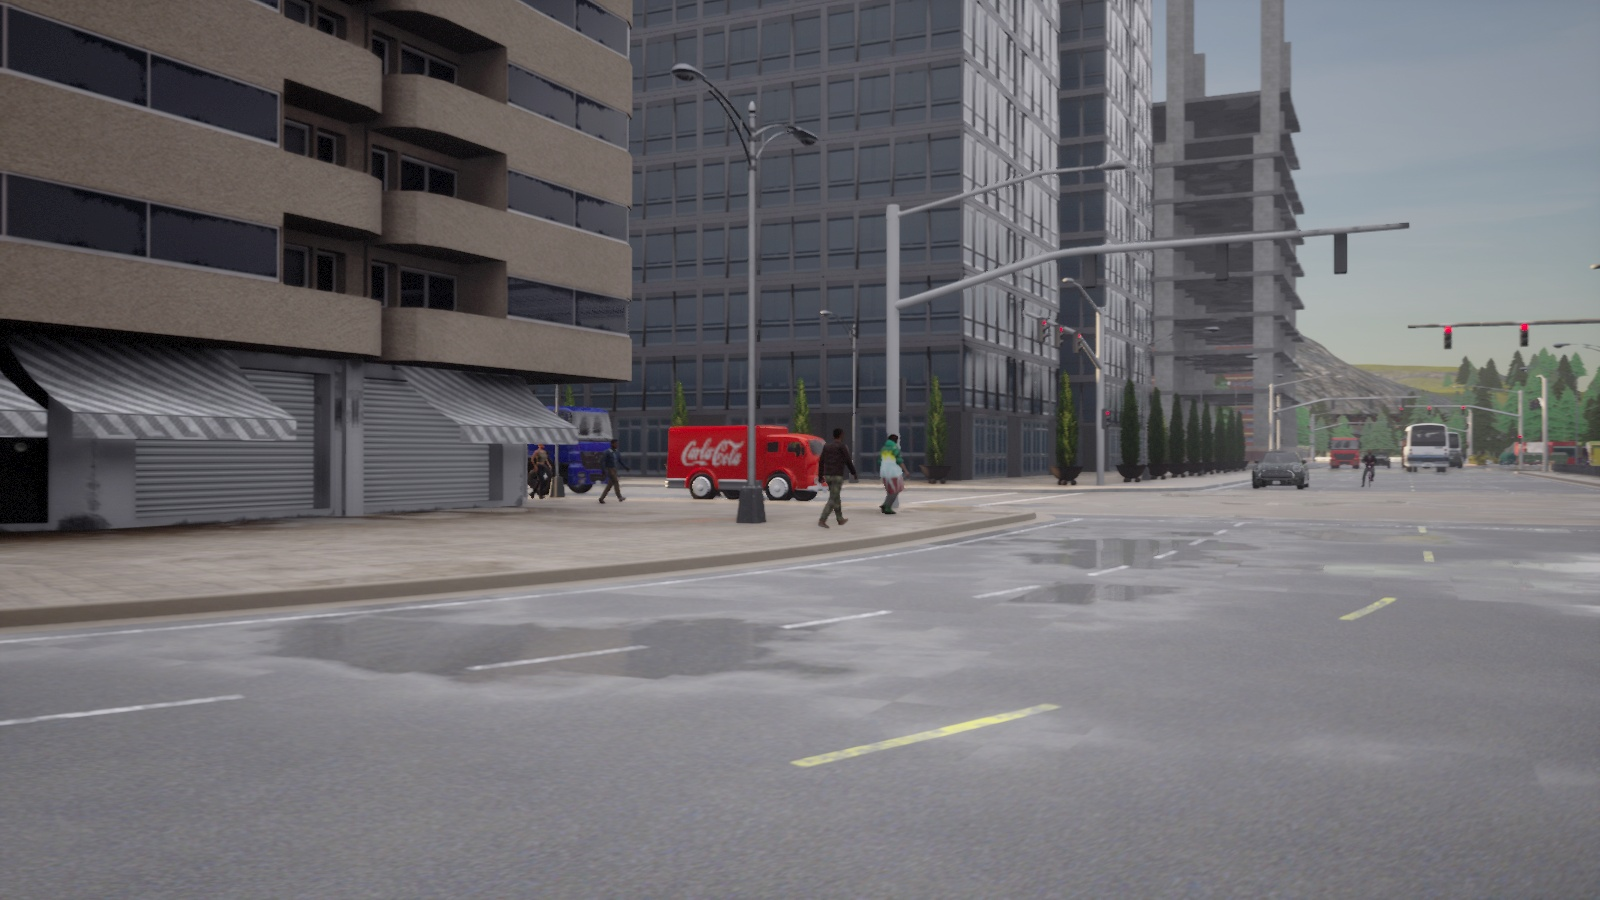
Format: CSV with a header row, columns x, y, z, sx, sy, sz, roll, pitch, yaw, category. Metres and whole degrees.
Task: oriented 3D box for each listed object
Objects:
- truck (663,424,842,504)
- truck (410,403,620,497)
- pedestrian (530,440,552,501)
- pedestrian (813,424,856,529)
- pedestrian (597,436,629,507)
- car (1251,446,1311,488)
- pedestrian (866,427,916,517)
x,y,z,sx,sy,sz,roll,pitch,yaw,category
-1.543,0.451,40.845,5.204,2.467,2.627,0,0,25,truck
-11.222,0.009,49.328,7.936,3.462,2.891,0,0,25,truck
-7.864,0.604,38.117,0.594,1.836,0.345,0,0,29,pedestrian
0.619,0.471,22.495,0.431,1.840,0.703,0,0,41,pedestrian
-5.161,0.583,34.592,0.788,1.949,0.423,0,0,35,pedestrian
21.273,0.727,55.454,2.097,1.767,4.553,0,0,26,car
2.017,0.485,27.886,0.873,1.952,0.659,0,0,-32,pedestrian
